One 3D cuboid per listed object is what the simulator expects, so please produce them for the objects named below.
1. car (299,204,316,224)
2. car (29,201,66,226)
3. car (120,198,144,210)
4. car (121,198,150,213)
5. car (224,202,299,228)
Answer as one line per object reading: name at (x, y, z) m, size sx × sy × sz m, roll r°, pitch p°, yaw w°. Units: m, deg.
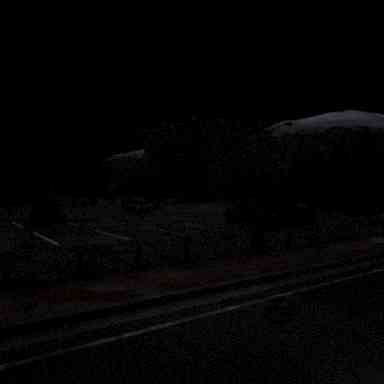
car at (6.957, 1.565, 24.813) m, size 2.007 × 1.523 × 4.514 m, roll 1°, pitch 0°, yaw -36°
car at (-9.651, 1.377, 22.219) m, size 1.845 × 1.501 × 3.633 m, roll 1°, pitch 0°, yaw -36°
car at (-8.296, 1.599, 45.911) m, size 1.845 × 1.501 × 3.633 m, roll 1°, pitch 0°, yaw -36°
car at (-6.366, 1.576, 38.150) m, size 1.970 × 1.475 × 3.806 m, roll 1°, pitch 0°, yaw -36°
car at (4.445, 1.520, 22.934) m, size 2.152 × 1.636 × 5.027 m, roll 1°, pitch 0°, yaw -36°
